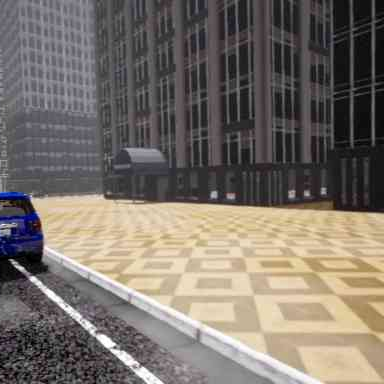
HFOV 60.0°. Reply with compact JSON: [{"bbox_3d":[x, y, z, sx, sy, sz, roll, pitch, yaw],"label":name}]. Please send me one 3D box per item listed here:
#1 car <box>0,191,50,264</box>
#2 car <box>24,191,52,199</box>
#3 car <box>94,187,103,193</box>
[{"bbox_3d":[-6.187,1.053,10.070,2.150,2.045,5.566,-4,3,-38],"label":"car"},{"bbox_3d":[-29.089,0.513,62.709,4.403,1.369,2.008,-3,3,-39],"label":"car"},{"bbox_3d":[-21.346,-0.512,79.979,4.097,1.590,1.967,-3,3,-39],"label":"car"}]
